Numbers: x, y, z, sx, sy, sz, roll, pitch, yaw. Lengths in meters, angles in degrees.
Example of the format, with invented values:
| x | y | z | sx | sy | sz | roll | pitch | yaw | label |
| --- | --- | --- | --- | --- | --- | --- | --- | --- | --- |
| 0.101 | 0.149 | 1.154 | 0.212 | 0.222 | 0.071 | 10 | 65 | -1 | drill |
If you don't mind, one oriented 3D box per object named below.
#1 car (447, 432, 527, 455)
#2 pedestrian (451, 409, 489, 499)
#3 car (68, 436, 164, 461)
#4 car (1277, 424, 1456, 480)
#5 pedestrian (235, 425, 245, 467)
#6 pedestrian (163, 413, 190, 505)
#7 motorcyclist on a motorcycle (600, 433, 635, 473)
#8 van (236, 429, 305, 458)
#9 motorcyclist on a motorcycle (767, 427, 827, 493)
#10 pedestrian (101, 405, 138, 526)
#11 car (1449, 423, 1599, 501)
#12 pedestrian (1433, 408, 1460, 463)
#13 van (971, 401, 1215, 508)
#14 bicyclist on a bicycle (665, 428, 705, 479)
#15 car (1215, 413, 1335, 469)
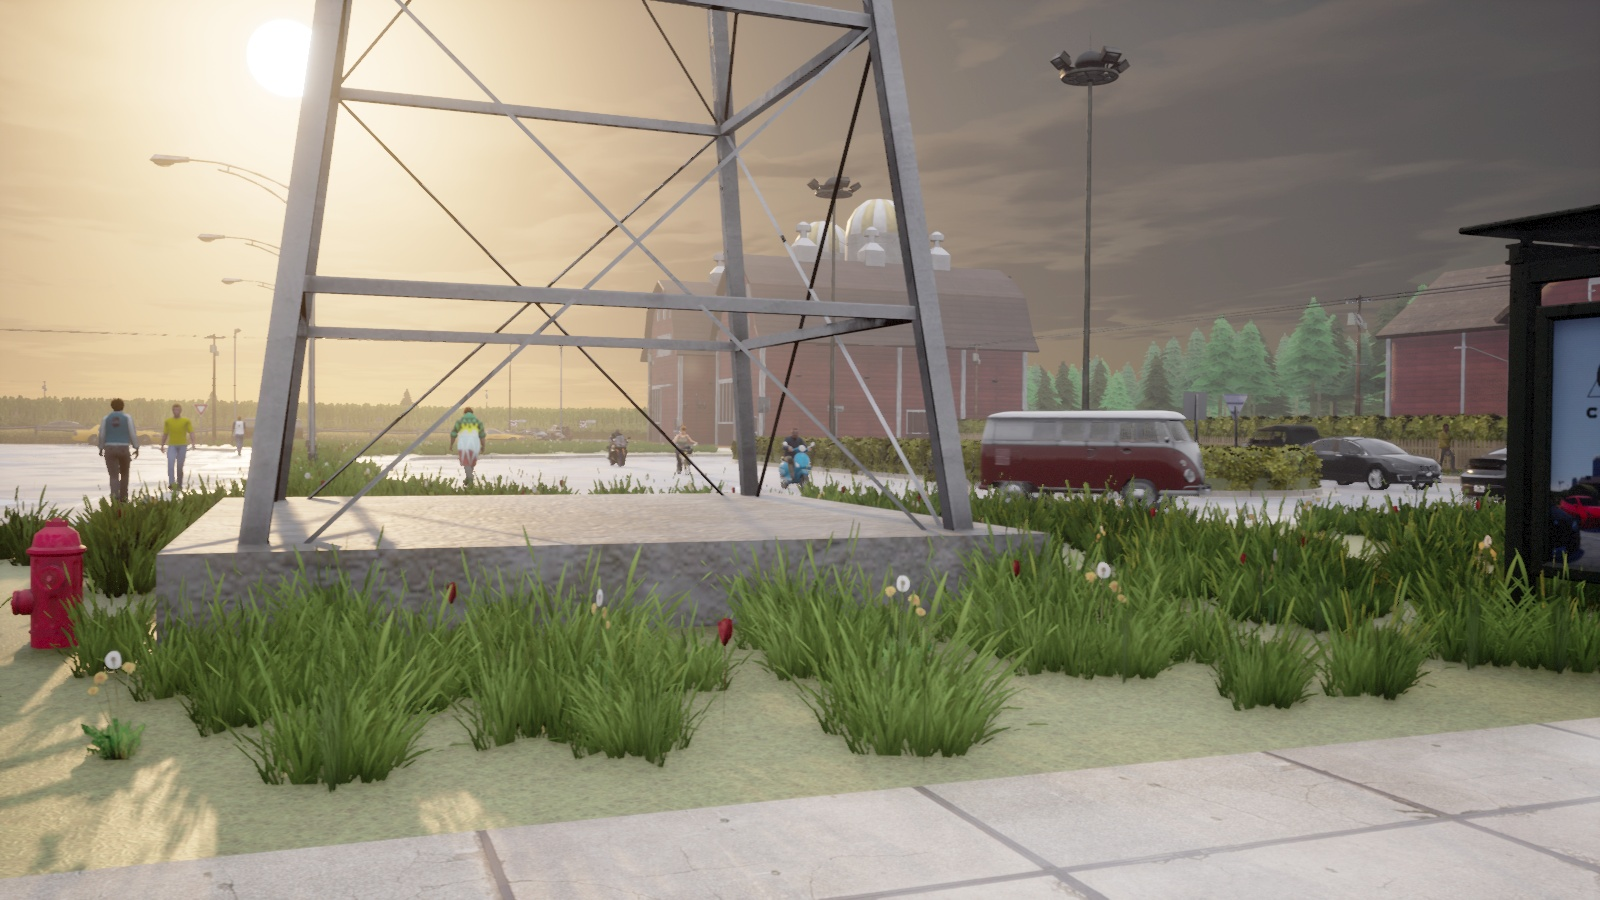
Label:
| x | y | z | sx | sy | sz | roll | pitch | yaw | label |
| --- | --- | --- | --- | --- | --- | --- | --- | --- | --- |
| -22.804 | -0.511 | 91.523 | 5.366 | 1.575 | 1.801 | -1 | 1 | -23 | car |
| -7.262 | 0.077 | 27.617 | 0.659 | 1.952 | 0.873 | -1 | 1 | -24 | pedestrian |
| -45.094 | -0.119 | 82.898 | 5.366 | 1.575 | 1.801 | -1 | 1 | -21 | car |
| 16.393 | 0.017 | 36.652 | 1.837 | 1.490 | 4.892 | -1 | 1 | -21 | car |
| -24.384 | -0.171 | 54.663 | 0.354 | 1.836 | 0.706 | -1 | 1 | -23 | pedestrian |
| -12.601 | 0.177 | 25.394 | 0.354 | 1.836 | 0.706 | -1 | 1 | -17 | pedestrian |
| -7.203 | 0.100 | 49.525 | 0.866 | 1.530 | 2.191 | -1 | 1 | -21 | motorcyclist on a motorcycle |
| -37.701 | -0.496 | 89.474 | 4.442 | 1.987 | 1.775 | -1 | 1 | -21 | van |
| -0.100 | 0.234 | 31.584 | 0.866 | 1.590 | 1.817 | -1 | 1 | -23 | motorcyclist on a motorcycle |
| -11.079 | 0.241 | 20.455 | 0.396 | 1.930 | 0.692 | -1 | 1 | -20 | pedestrian |
| 16.104 | 0.199 | 25.775 | 4.892 | 1.490 | 1.837 | -1 | 1 | -12 | car |
| 22.018 | -0.496 | 42.783 | 0.431 | 1.840 | 0.709 | -1 | 1 | -22 | pedestrian |
| 5.863 | 0.070 | 25.260 | 4.442 | 1.987 | 1.775 | 0 | 1 | 31 | van |
| -3.745 | 0.106 | 40.811 | 0.866 | 1.612 | 1.509 | -1 | 1 | -21 | bicyclist on a bicycle |
| 16.934 | -0.335 | 44.967 | 1.905 | 1.878 | 3.866 | -1 | 1 | -21 | car |
